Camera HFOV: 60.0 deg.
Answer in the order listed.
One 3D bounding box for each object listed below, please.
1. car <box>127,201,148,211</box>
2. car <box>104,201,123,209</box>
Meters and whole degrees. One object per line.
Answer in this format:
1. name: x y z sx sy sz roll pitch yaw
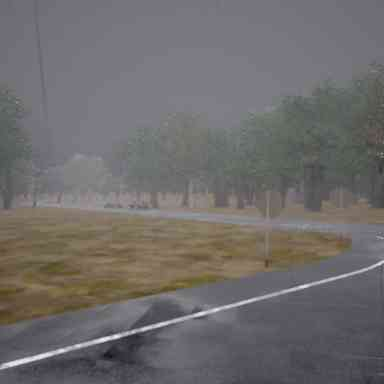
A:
1. car: -8.591 2.152 52.604 1.837 1.490 4.892 2 -2 -34
2. car: -14.472 2.364 61.124 2.033 1.411 5.357 2 -2 -34
